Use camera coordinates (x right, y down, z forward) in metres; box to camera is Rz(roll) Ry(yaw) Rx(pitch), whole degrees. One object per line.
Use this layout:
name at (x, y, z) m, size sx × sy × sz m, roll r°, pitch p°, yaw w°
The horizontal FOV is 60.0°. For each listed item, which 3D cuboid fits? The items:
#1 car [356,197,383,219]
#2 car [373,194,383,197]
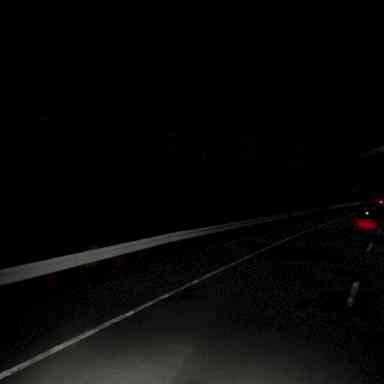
car at (15.970, 1.505, 29.670) m, size 1.837 × 1.490 × 4.892 m, roll 0°, pitch 0°, yaw 35°
car at (22.003, 1.221, 38.221) m, size 2.150 × 2.045 × 5.566 m, roll 0°, pitch 0°, yaw 35°
